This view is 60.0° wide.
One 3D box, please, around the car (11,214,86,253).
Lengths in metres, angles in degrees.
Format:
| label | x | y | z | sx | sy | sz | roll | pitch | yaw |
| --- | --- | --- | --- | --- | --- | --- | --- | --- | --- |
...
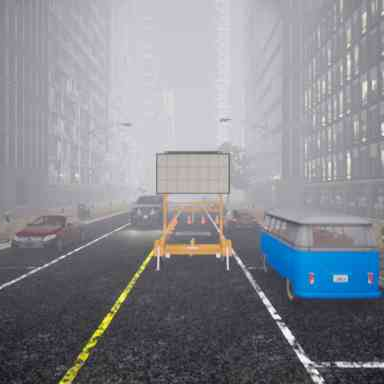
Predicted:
| label | x | y | z | sx | sy | sz | roll | pitch | yaw |
| --- | --- | --- | --- | --- | --- | --- | --- | --- | --- |
| car | -5.648 | 1.581 | 13.629 | 1.802 | 1.307 | 4.206 | 0 | 0 | 0 |

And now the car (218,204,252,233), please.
| label | x | y | z | sx | sy | sz | roll | pitch | yaw |
| --- | --- | --- | --- | --- | --- | --- | --- | --- | --- |
| car | 2.752 | 1.581 | 19.291 | 1.802 | 1.307 | 4.206 | 0 | 0 | 0 |

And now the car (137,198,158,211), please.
| label | x | y | z | sx | sy | sz | roll | pitch | yaw |
| --- | --- | --- | --- | --- | --- | --- | --- | --- | --- |
| car | -5.552 | 1.546 | 42.092 | 2.008 | 1.369 | 4.403 | 0 | 0 | 0 |

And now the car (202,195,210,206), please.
| label | x | y | z | sx | sy | sz | roll | pitch | yaw |
| --- | --- | --- | --- | --- | --- | --- | --- | --- | --- |
| car | 2.848 | 1.542 | 47.753 | 2.008 | 1.369 | 4.403 | 0 | 0 | 0 |

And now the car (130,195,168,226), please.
| label | x | y | z | sx | sy | sz | roll | pitch | yaw |
| --- | --- | --- | --- | --- | --- | --- | --- | --- | --- |
| car | -2.924 | 1.220 | 23.755 | 2.150 | 2.045 | 5.566 | 0 | 0 | 0 |

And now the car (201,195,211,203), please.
| label | x | y | z | sx | sy | sz | roll | pitch | yaw |
| --- | --- | --- | --- | --- | --- | --- | --- | --- | --- |
| car | 2.924 | 1.398 | 70.523 | 1.967 | 1.590 | 4.097 | 0 | 0 | 0 |

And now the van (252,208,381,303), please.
| label | x | y | z | sx | sy | sz | roll | pitch | yaw |
| --- | --- | --- | --- | --- | --- | --- | --- | --- | --- |
| van | 2.714 | 1.341 | 7.907 | 1.690 | 1.788 | 3.998 | 0 | 0 | 0 |

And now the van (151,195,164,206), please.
| label | x | y | z | sx | sy | sz | roll | pitch | yaw |
| --- | --- | --- | --- | --- | --- | --- | --- | --- | --- |
| van | -5.514 | 1.326 | 53.477 | 1.690 | 1.788 | 3.998 | 0 | 0 | 0 |

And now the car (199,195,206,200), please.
| label | x | y | z | sx | sy | sz | roll | pitch | yaw |
| --- | --- | --- | --- | --- | --- | --- | --- | --- | --- |
| car | 3.000 | 1.459 | 93.293 | 1.887 | 1.381 | 4.507 | 0 | 0 | 0 |

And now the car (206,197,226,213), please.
| label | x | y | z | sx | sy | sz | roll | pitch | yaw |
| --- | --- | --- | --- | --- | --- | --- | --- | --- | --- |
| car | 2.809 | 1.579 | 36.368 | 1.802 | 1.307 | 4.206 | 0 | 0 | 0 |

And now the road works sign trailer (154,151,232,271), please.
| label | x | y | z | sx | sy | sz | roll | pitch | yaw |
| --- | --- | --- | --- | --- | --- | --- | --- | --- | --- |
| road works sign trailer | 0.034 | 0.464 | 10.935 | 2.380 | 3.560 | 2.880 | 0 | 0 | 0 |

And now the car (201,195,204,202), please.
| label | x | y | z | sx | sy | sz | roll | pitch | yaw |
| --- | --- | --- | --- | --- | --- | --- | --- | --- | --- |
| car | 2.866 | 1.536 | 53.446 | 2.008 | 1.369 | 4.403 | 0 | 0 | 0 |
